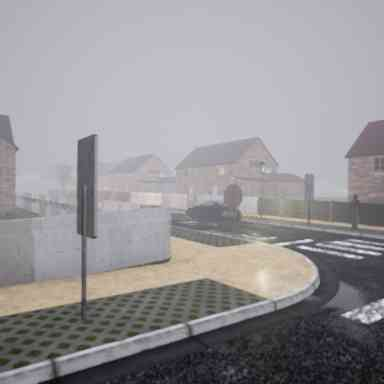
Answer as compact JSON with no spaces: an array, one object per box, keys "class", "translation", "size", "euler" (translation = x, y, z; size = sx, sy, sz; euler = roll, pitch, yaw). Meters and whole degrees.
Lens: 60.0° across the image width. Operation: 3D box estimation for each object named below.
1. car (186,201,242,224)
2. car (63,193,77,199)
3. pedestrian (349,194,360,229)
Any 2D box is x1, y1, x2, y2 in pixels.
[{"class":"car","translation":[1.410,1.275,22.459],"size":[1.994,1.385,4.181],"euler":[1,1,-35]},{"class":"car","translation":[-17.402,0.786,48.652],"size":[1.895,1.301,4.718],"euler":[1,0,-36]},{"class":"pedestrian","translation":[8.561,1.029,17.550],"size":[0.375,1.860,0.375],"euler":[2,-1,-36]}]
